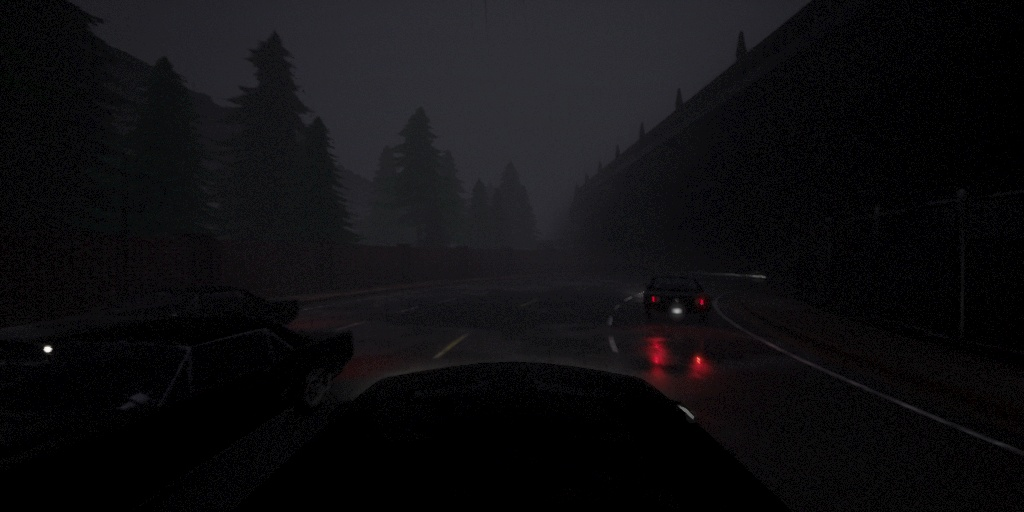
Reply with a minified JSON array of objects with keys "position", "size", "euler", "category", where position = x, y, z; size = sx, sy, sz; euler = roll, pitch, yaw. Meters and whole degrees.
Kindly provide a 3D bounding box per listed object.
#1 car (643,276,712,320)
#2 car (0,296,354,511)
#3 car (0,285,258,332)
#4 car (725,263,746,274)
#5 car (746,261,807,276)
[{"position":[5.691,1.344,12.731],"size":[1.895,1.301,4.718],"euler":[0,0,21],"category":"car"},{"position":[-3.392,1.324,3.184],"size":[1.895,1.301,4.718],"euler":[0,0,3],"category":"car"},{"position":[-6.576,1.290,6.944],"size":[1.895,1.301,4.718],"euler":[0,0,7],"category":"car"},{"position":[27.252,1.318,40.829],"size":[5.357,1.411,2.033],"euler":[0,0,-8],"category":"car"},{"position":[27.960,1.335,37.404],"size":[5.357,1.411,2.033],"euler":[0,0,-7],"category":"car"}]
